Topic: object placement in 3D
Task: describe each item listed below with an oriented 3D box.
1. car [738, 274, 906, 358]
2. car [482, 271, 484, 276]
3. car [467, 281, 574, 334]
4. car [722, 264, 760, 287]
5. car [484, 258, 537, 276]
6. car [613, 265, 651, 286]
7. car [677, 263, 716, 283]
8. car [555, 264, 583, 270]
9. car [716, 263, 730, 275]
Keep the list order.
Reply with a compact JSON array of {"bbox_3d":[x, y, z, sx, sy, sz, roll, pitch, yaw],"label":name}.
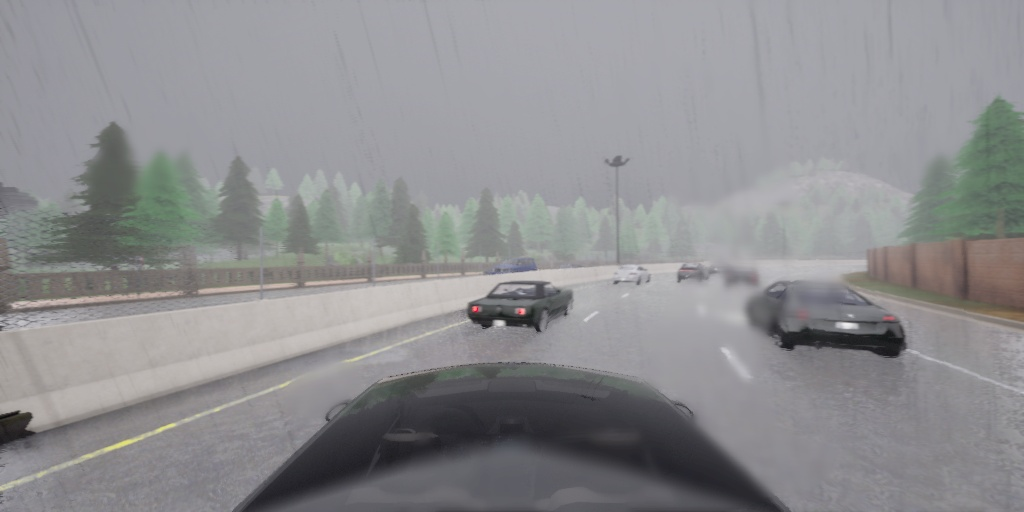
[{"bbox_3d":[7.132,1.305,8.666,1.994,1.385,4.181,-1,0,23],"label":"car"},{"bbox_3d":[-0.789,1.562,37.672,2.033,1.411,5.357,-1,-1,36],"label":"car"},{"bbox_3d":[0.542,1.414,11.129,1.895,1.301,4.718,-1,0,23],"label":"car"},{"bbox_3d":[15.467,1.384,23.993,1.895,1.301,4.718,-1,-1,34],"label":"car"},{"bbox_3d":[0.247,1.194,33.014,2.150,2.045,5.566,-1,-1,34],"label":"car"},{"bbox_3d":[9.000,1.382,26.836,1.812,1.442,4.674,-1,-1,34],"label":"car"},{"bbox_3d":[14.526,1.315,28.572,2.128,1.511,4.902,-1,-1,36],"label":"car"},{"bbox_3d":[5.489,1.487,34.427,2.033,1.411,5.357,-1,-1,36],"label":"car"},{"bbox_3d":[22.190,1.391,37.677,1.994,1.385,4.181,-1,-1,43],"label":"car"}]
